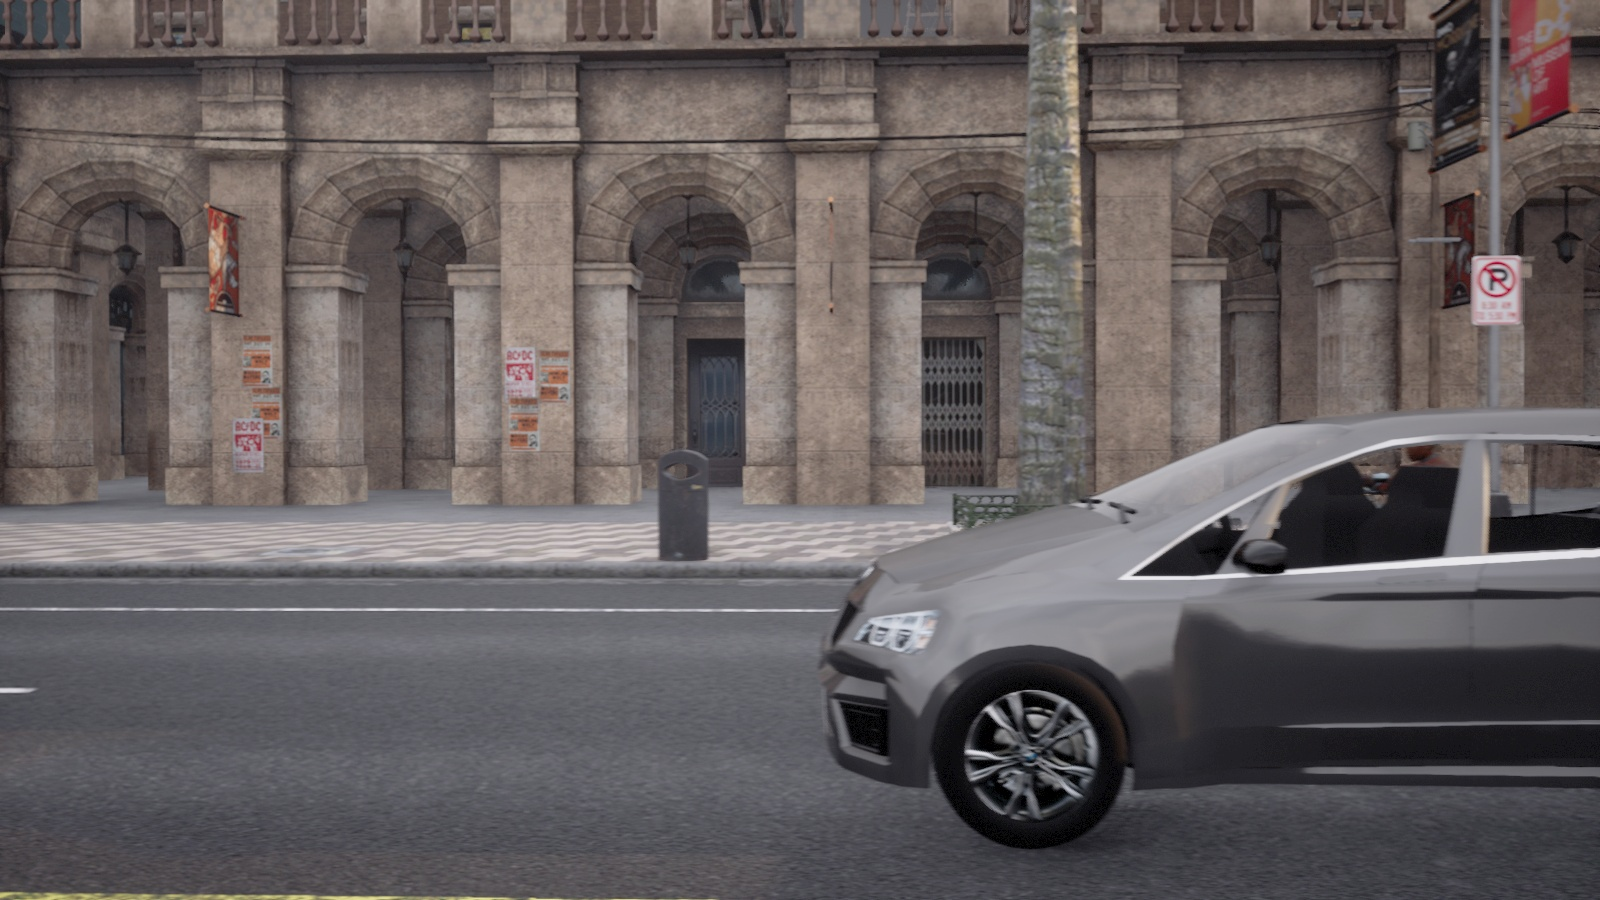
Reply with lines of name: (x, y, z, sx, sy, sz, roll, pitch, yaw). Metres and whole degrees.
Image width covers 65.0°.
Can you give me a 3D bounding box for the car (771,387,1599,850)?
car: (2.243, 0.597, 5.692, 4.611, 1.667, 2.242, 0, 1, 2)
